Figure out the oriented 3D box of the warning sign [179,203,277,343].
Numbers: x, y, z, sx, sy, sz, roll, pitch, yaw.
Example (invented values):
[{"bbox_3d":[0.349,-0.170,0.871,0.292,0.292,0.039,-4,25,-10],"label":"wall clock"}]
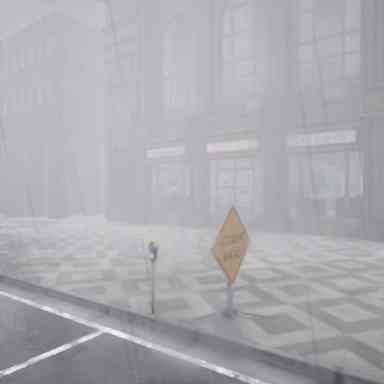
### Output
[{"bbox_3d":[0.613,1.128,5.360,1.060,1.860,1.300,0,0,35],"label":"warning sign"}]
